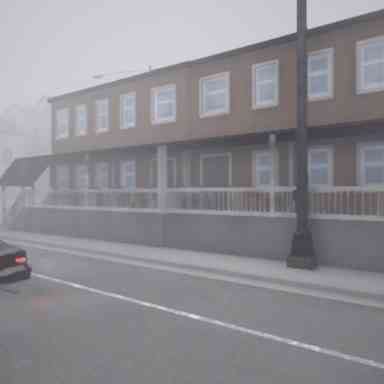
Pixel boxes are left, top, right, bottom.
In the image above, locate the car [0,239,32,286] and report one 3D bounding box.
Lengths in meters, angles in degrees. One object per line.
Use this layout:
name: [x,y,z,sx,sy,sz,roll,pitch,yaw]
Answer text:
car: [-6.151,1.570,8.339,5.357,1.411,2.033,0,0,36]
